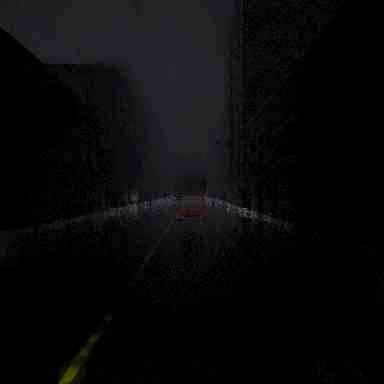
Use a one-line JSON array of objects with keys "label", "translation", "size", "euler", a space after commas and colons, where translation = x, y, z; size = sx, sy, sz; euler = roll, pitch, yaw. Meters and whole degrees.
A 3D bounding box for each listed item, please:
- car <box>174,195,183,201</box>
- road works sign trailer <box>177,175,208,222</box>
[{"label": "car", "translation": [-3.001, 1.361, 75.909], "size": [1.837, 1.490, 4.892], "euler": [0, 0, 0]}, {"label": "road works sign trailer", "translation": [0.000, 0.457, 26.274], "size": [2.380, 3.560, 2.880], "euler": [0, 0, 0]}]
